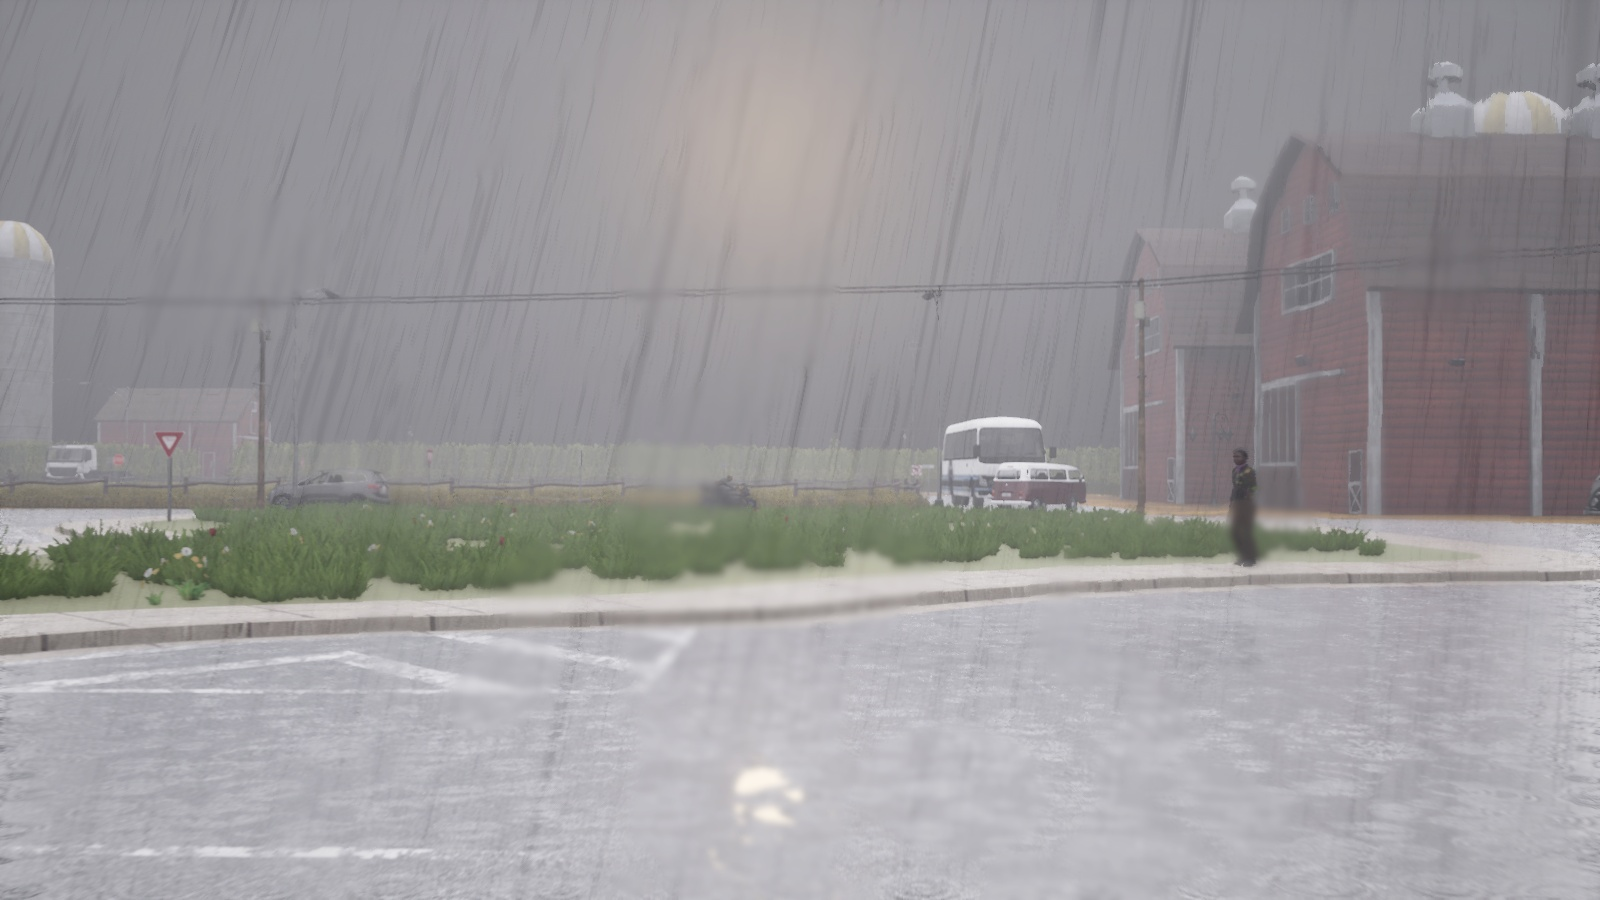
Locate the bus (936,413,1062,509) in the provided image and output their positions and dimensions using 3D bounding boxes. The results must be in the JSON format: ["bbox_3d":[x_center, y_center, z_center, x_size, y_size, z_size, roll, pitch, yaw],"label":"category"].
[{"bbox_3d":[9.351,0.592,60.642,3.944,4.253,10.273,0,-1,-3],"label":"bus"}]

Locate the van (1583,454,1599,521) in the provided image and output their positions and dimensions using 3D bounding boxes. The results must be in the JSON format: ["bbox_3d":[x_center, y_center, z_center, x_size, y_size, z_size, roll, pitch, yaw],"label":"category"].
[{"bbox_3d":[25.813,1.102,37.092,4.442,1.987,1.775,-1,-1,28],"label":"van"}]

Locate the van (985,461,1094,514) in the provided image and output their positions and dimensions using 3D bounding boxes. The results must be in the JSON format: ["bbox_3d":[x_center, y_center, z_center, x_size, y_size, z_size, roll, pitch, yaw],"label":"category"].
[{"bbox_3d":[9.684,1.488,50.638,4.480,2.038,2.069,1,-2,-43],"label":"van"}]

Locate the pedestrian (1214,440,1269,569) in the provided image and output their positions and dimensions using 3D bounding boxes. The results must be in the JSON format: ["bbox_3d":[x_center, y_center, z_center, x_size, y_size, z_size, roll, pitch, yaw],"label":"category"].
[{"bbox_3d":[6.744,0.823,19.198,0.692,1.930,0.395,0,-1,-24],"label":"pedestrian"}]

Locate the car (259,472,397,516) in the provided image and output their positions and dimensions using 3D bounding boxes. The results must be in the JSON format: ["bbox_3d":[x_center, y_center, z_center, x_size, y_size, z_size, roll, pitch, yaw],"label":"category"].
[{"bbox_3d":[-18.611,1.710,49.680,4.611,1.667,2.242,0,-1,-2],"label":"car"}]

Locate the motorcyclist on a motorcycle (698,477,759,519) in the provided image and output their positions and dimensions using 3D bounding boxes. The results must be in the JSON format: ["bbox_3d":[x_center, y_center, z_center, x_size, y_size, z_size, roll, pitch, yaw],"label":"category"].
[{"bbox_3d":[-2.624,1.771,46.324,2.191,1.530,0.866,0,-1,0],"label":"motorcyclist on a motorcycle"}]
